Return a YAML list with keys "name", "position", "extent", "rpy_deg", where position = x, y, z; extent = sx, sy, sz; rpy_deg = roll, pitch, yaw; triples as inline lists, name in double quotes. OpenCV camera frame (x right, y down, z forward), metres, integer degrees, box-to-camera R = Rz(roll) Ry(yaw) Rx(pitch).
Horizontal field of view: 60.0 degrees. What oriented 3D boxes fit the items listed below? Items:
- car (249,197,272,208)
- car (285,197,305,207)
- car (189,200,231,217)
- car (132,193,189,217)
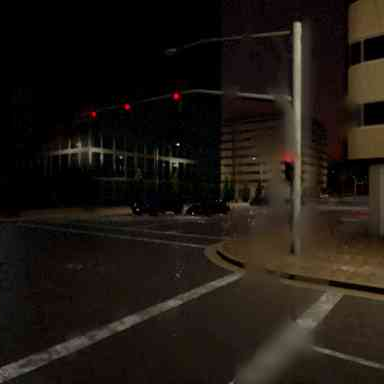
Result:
- name: "car"
  position: [10.100, 1.460, 48.483]
  extent: [1.812, 1.442, 4.674]
  rpy_deg: [0, 0, 37]
- name: "car"
  position: [15.477, 1.452, 49.842]
  extent: [1.837, 1.490, 4.892]
  rpy_deg: [0, 0, 37]
- name: "car"
  position: [1.648, 1.493, 31.129]
  extent: [2.033, 1.411, 5.357]
  rpy_deg: [0, 0, 36]
- name: "car"
  position: [-3.018, 1.155, 30.689]
  extent: [2.150, 2.045, 5.566]
  rpy_deg: [0, 0, 36]
